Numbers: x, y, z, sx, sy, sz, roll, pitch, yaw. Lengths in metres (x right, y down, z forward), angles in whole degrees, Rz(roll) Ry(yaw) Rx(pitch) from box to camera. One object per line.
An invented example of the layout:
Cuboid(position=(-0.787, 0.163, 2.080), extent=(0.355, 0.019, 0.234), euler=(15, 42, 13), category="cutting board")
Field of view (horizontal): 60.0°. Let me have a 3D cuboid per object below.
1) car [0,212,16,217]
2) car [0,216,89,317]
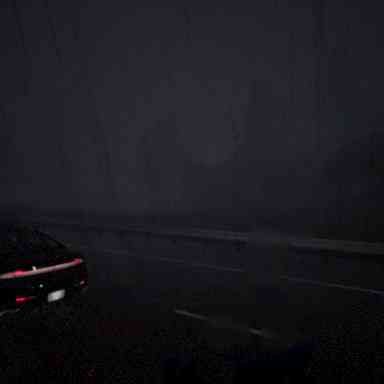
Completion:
Cuboid(position=(-8.448, 1.472, 13.523), extent=(4.718, 1.301, 1.895), euler=(1, 0, 31), category="car")
Cuboid(position=(-4.198, 1.428, 6.676), extent=(4.902, 1.511, 2.128), euler=(1, 0, 34), category="car")
